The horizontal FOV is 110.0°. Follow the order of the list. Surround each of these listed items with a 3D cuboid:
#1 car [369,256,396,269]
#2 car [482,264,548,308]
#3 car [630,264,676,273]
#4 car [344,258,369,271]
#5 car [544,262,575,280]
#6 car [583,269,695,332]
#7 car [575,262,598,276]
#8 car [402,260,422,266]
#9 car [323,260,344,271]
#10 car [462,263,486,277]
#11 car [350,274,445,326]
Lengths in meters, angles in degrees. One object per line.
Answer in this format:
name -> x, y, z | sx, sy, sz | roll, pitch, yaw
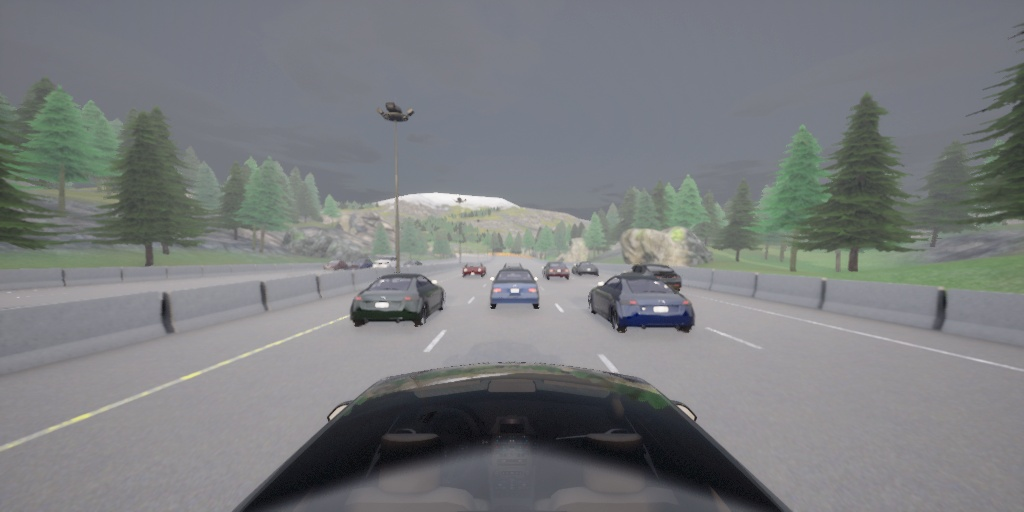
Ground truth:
car -> -17.578, 1.004, 50.563 | 2.150, 2.045, 5.566 | 0, -1, 0
car -> 0.096, 1.212, 14.629 | 2.033, 1.411, 5.357 | 0, 0, 0
car -> 7.095, 1.156, 18.788 | 1.837, 1.490, 4.892 | 0, 0, 0
car -> -21.076, 1.128, 50.173 | 2.097, 1.767, 4.553 | 0, -1, 0
car -> 3.592, 1.198, 29.977 | 2.033, 1.411, 5.357 | 0, 0, 0
car -> 3.595, 1.248, 10.659 | 1.994, 1.385, 4.181 | 0, 0, 0
car -> 7.091, 1.231, 35.123 | 1.994, 1.385, 4.181 | 0, 0, 0
car -> -14.082, 1.275, 50.755 | 2.128, 1.511, 4.902 | 0, -1, 0
car -> -24.572, 1.302, 50.159 | 1.812, 1.442, 4.674 | 0, -1, 0
car -> -3.409, 1.261, 33.416 | 1.895, 1.301, 4.718 | 0, 0, 0
car -> -3.405, 1.244, 11.394 | 1.994, 1.385, 4.181 | 0, 0, 0
